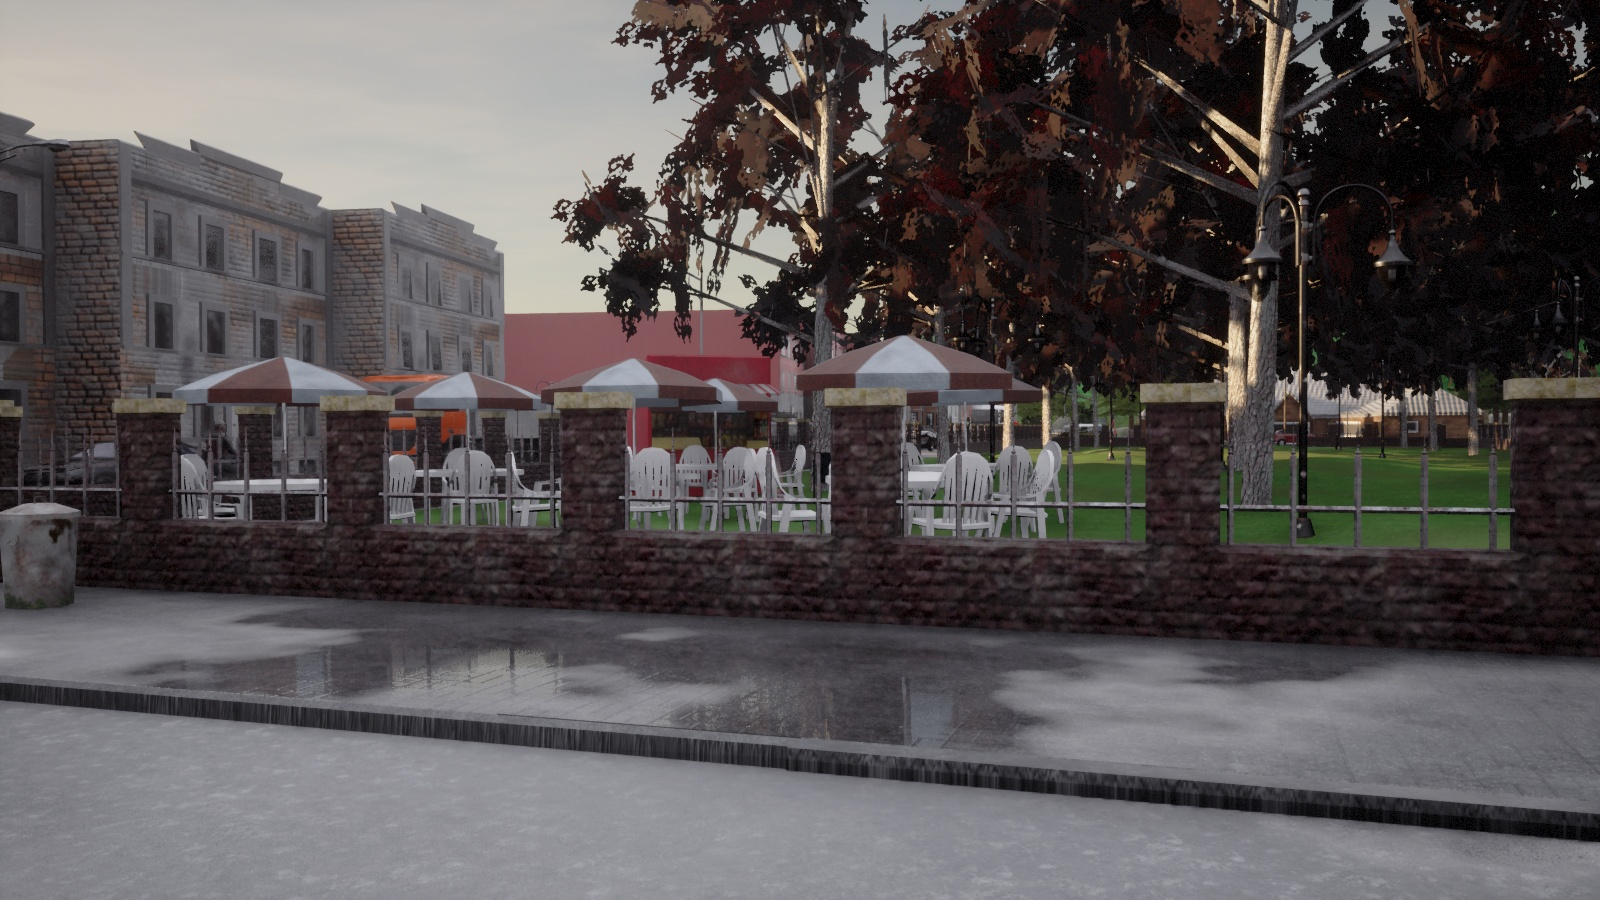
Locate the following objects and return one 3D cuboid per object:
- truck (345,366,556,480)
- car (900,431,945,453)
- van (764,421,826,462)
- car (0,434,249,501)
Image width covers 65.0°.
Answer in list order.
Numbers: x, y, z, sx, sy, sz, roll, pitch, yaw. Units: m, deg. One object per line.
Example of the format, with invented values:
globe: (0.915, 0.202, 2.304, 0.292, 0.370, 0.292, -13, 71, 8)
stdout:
truck: (-11.484, -0.875, 42.255, 2.891, 3.462, 7.936, 1, 1, 19)
car: (8.858, -0.584, 90.158, 2.163, 1.488, 4.792, 1, 1, 19)
van: (-0.190, -0.435, 63.326, 1.775, 1.987, 4.442, 1, 1, 19)
car: (-15.753, 0.341, 29.570, 2.033, 1.411, 5.357, 1, 1, 19)
